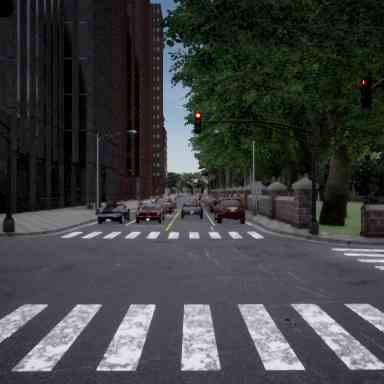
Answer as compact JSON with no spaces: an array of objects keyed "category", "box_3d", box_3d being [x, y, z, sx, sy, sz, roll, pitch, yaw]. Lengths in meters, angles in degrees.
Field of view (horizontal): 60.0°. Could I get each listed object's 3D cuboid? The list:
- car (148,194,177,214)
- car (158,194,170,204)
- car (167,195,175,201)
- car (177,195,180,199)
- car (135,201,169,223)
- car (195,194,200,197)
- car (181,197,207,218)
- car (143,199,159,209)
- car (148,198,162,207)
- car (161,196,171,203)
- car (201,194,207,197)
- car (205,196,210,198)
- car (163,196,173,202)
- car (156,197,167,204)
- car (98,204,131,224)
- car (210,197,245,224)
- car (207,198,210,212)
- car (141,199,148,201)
[{"category":"car","box_3d":[-3.085,1.372,35.475,2.097,1.767,4.553,0,0,1]},{"category":"car","box_3d":[-5.736,1.372,68.694,2.192,1.841,5.009,0,0,0]},{"category":"car","box_3d":[-5.728,1.530,90.522,1.967,1.590,4.097,0,0,0]},{"category":"car","box_3d":[-3.072,1.536,45.709,1.837,1.490,4.892,0,0,0]},{"category":"car","box_3d":[-3.090,1.611,25.483,1.895,1.301,4.718,0,0,0]},{"category":"car","box_3d":[0.121,1.612,60.887,1.994,1.385,4.181,0,0,0]},{"category":"car","box_3d":[0.040,1.507,30.263,2.128,1.511,4.902,0,0,1]},{"category":"car","box_3d":[-5.744,1.615,46.865,1.802,1.307,4.206,0,0,0]},{"category":"car","box_3d":[-5.742,1.621,52.322,1.802,1.307,4.206,0,0,0]},{"category":"car","box_3d":[-5.734,1.609,74.150,1.887,1.381,4.507,0,0,0]},{"category":"car","box_3d":[2.783,1.479,52.325,1.967,1.590,4.097,0,0,0]},{"category":"car","box_3d":[2.779,1.577,41.412,2.008,1.369,4.403,0,0,0]},{"category":"car","box_3d":[-5.732,1.617,79.607,1.887,1.381,4.507,0,0,0]},{"category":"car","box_3d":[-5.738,1.632,63.236,1.802,1.307,4.206,0,0,0]},{"category":"car","box_3d":[-5.753,1.576,25.037,1.947,1.339,4.313,0,0,0]},{"category":"car","box_3d":[2.772,1.325,25.043,2.192,1.841,5.009,0,0,0]},{"category":"car","box_3d":[2.777,1.587,35.955,1.947,1.339,4.313,0,0,0]},{"category":"car","box_3d":[-5.747,1.577,41.408,2.008,1.369,4.403,0,0,0]}]
